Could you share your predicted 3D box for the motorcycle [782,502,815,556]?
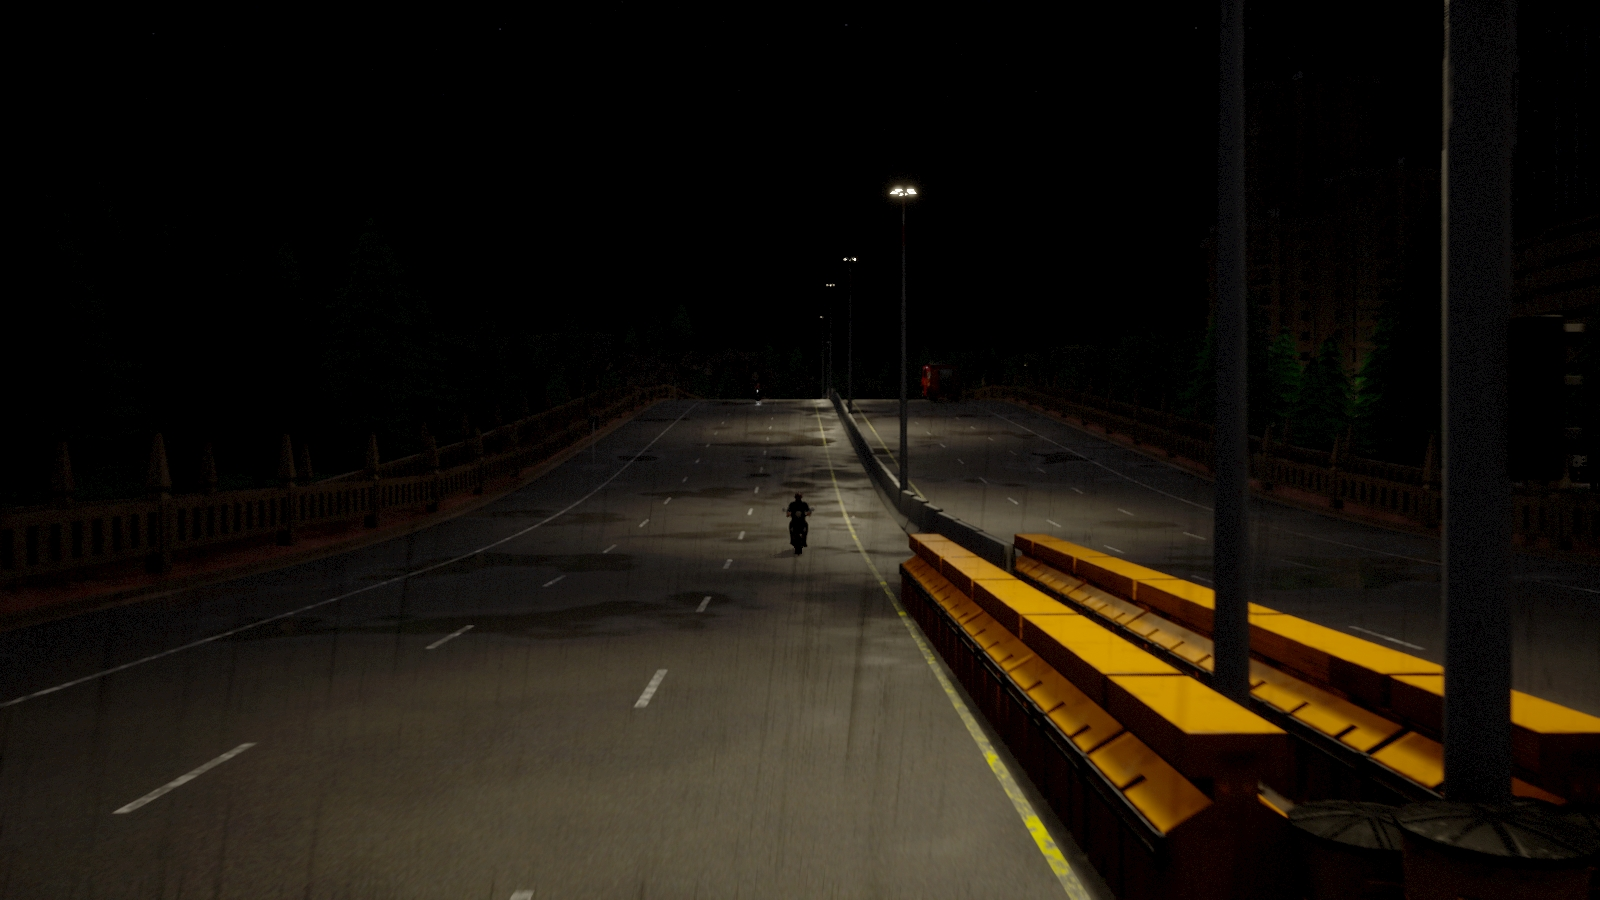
[{"bbox_3d":[-0.040,2.108,30.841,0.856,1.316,1.805,0,1,0],"label":"motorcycle"}]
